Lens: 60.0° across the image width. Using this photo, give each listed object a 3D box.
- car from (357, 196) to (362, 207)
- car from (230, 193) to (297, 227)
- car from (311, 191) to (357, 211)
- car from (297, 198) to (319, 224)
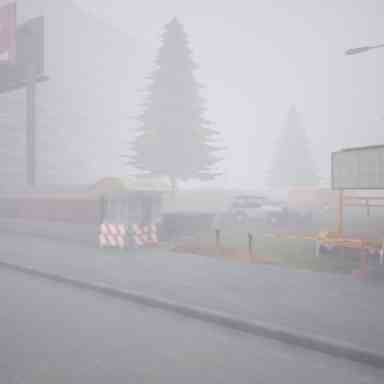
[{"bbox_3d":[21.731,1.296,46.971,3.988,1.617,1.851,0,0,35],"label":"car"},{"bbox_3d":[4.318,1.158,21.162,3.866,1.878,1.905,0,0,35],"label":"car"},{"bbox_3d":[18.609,1.128,43.692,4.605,1.855,1.932,0,0,35],"label":"car"},{"bbox_3d":[6.256,1.347,23.221,4.193,1.474,1.816,0,0,35],"label":"car"}]
